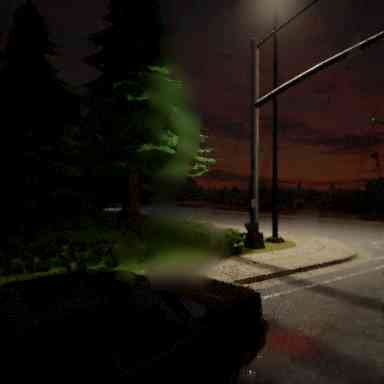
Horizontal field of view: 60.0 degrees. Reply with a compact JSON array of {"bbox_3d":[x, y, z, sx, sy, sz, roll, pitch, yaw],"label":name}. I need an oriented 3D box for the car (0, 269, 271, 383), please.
[{"bbox_3d":[-1.253,1.546,2.925,2.033,1.411,5.357,0,0,41],"label":"car"}]
